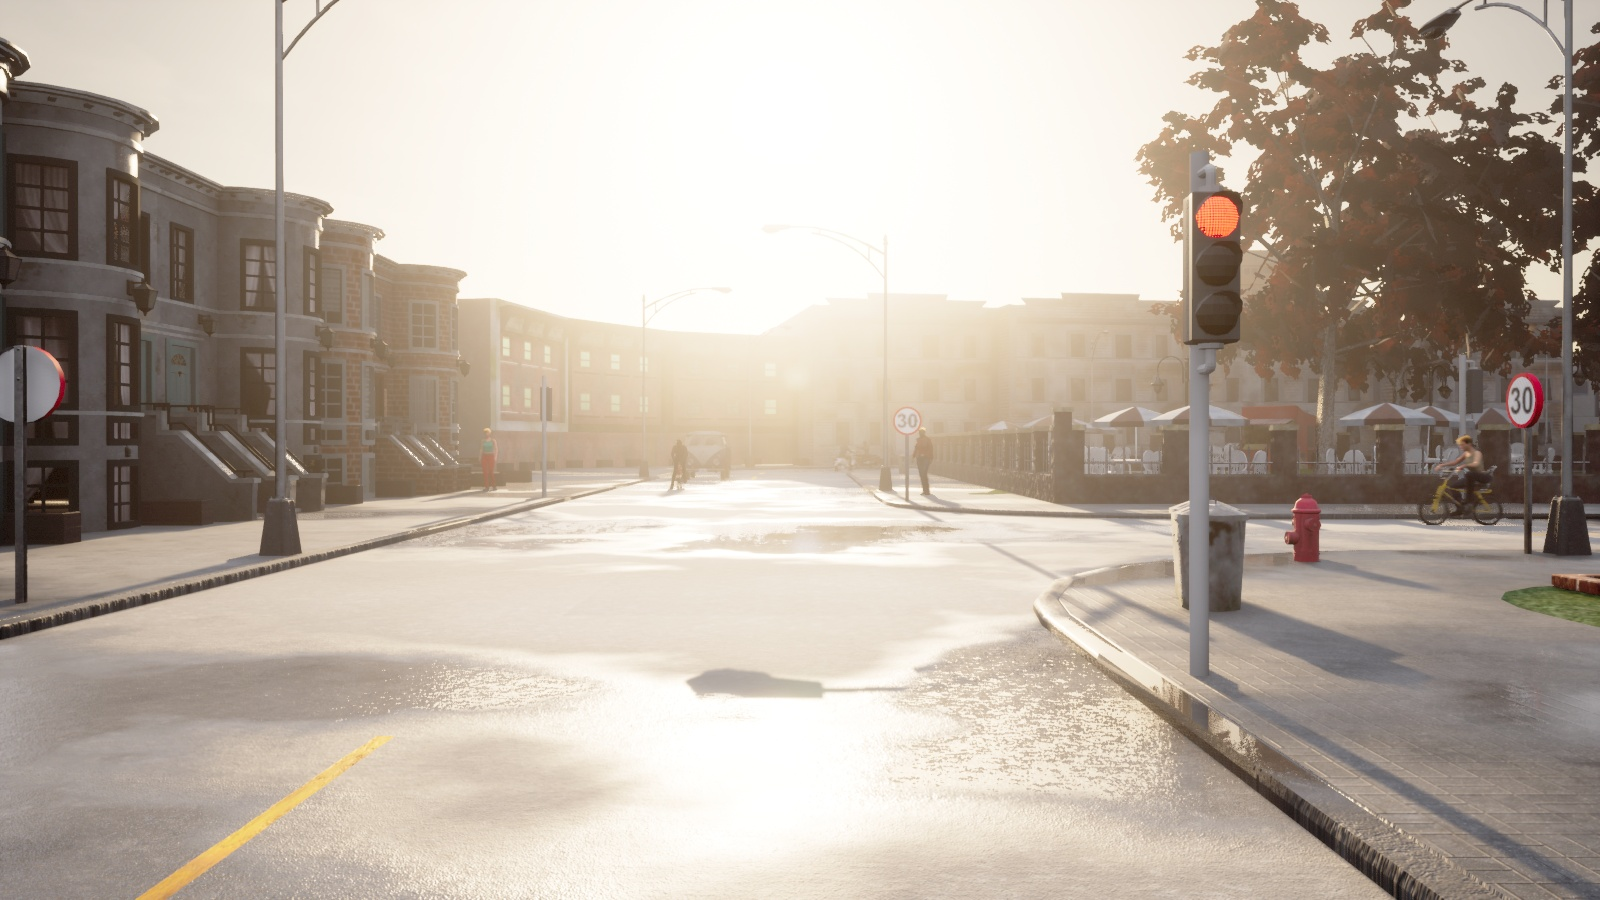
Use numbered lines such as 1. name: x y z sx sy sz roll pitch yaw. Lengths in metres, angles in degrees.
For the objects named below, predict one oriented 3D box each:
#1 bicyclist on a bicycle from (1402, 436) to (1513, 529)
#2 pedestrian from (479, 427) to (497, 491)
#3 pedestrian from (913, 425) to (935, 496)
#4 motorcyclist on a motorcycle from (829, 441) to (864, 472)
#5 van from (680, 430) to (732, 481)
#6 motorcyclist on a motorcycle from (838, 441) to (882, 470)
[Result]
1. bicyclist on a bicycle: 11.669 0.566 22.321 1.509 1.612 0.866 0 0 0
2. pedestrian: -9.023 0.243 36.344 0.345 1.836 0.594 0 0 4
3. pedestrian: 3.270 0.272 33.072 0.331 1.846 0.636 0 0 30
4. motorcyclist on a motorcycle: 2.420 0.334 65.374 0.866 1.590 1.817 4 3 40
5. van: -3.835 0.203 51.884 1.775 1.987 4.442 0 0 0
6. motorcyclist on a motorcycle: 3.397 0.301 70.901 2.350 1.649 0.766 0 1 -15
